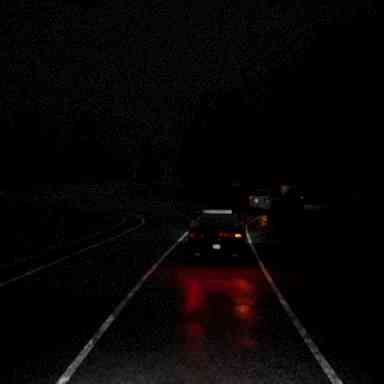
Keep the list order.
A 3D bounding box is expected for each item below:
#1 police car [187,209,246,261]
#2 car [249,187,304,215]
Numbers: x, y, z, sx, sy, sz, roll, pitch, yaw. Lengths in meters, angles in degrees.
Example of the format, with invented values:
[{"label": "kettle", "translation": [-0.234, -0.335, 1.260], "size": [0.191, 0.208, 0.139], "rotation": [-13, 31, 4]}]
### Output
[{"label": "police car", "translation": [0.955, 1.449, 12.611], "size": [1.930, 1.638, 5.238], "rotation": [1, 0, 5]}, {"label": "car", "translation": [7.368, 0.633, 28.857], "size": [5.566, 2.045, 2.150], "rotation": [-4, 6, -38]}]
